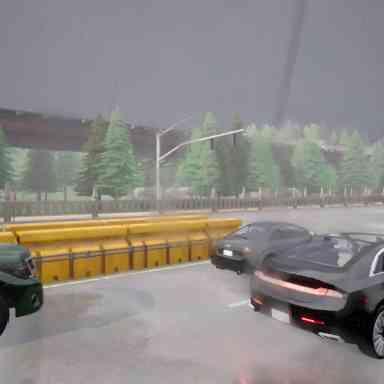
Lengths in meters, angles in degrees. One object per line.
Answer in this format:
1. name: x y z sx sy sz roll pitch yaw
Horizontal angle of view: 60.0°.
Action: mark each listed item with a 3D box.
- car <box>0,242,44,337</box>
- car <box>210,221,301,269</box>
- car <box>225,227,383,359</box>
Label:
1. car: -5.055 1.221 4.447 5.566 2.045 2.150 0 0 -35
2. car: 2.572 1.564 9.860 4.181 1.385 1.994 0 0 -36
3. car: 3.181 1.492 5.999 4.902 1.511 2.128 0 0 -36
